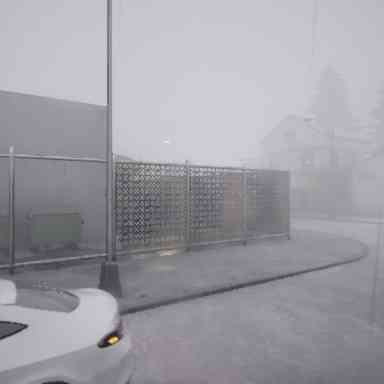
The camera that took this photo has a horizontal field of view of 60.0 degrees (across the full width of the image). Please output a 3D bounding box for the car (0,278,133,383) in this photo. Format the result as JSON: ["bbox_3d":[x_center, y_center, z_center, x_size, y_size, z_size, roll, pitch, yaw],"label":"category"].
[{"bbox_3d":[-2.770,1.526,2.619,4.674,1.442,1.812,0,0,-35],"label":"car"}]
